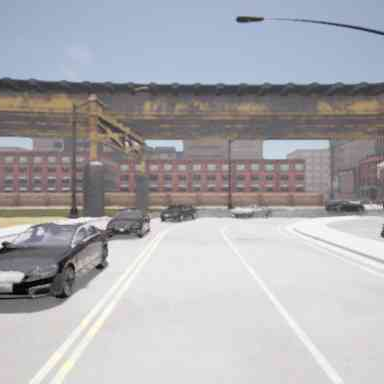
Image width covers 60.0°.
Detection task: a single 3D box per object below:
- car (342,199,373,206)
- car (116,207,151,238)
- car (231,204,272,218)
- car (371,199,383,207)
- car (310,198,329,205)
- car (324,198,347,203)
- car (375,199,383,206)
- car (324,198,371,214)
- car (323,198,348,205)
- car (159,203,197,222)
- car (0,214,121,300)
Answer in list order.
[{"bbox_3d":[29.360,1.803,59.128,1.853,1.218,4.536,0,-1,-29],"label":"car"},{"bbox_3d":[-3.473,1.670,18.902,1.837,1.490,4.892,0,0,0],"label":"car"},{"bbox_3d":[6.100,1.888,33.258,4.718,1.301,1.895,0,-1,-45],"label":"car"},{"bbox_3d":[32.421,1.941,56.912,2.038,1.542,4.974,0,-1,31],"label":"car"},{"bbox_3d":[29.861,2.122,77.938,4.974,1.542,2.038,0,-1,-39],"label":"car"},{"bbox_3d":[33.899,1.970,78.635,1.853,1.218,4.536,0,-1,-34],"label":"car"},{"bbox_3d":[32.448,1.784,56.958,1.853,1.218,4.536,0,-1,31],"label":"car"},{"bbox_3d":[18.373,1.836,40.022,4.902,1.511,2.128,0,-1,-15],"label":"car"},{"bbox_3d":[33.870,2.128,78.677,2.038,1.542,4.974,0,-1,-34],"label":"car"},{"bbox_3d":[-1.089,1.757,29.068,1.837,1.490,4.892,0,-1,23],"label":"car"},{"bbox_3d":[-3.561,1.569,8.749,2.128,1.511,4.902,0,0,0],"label":"car"}]
